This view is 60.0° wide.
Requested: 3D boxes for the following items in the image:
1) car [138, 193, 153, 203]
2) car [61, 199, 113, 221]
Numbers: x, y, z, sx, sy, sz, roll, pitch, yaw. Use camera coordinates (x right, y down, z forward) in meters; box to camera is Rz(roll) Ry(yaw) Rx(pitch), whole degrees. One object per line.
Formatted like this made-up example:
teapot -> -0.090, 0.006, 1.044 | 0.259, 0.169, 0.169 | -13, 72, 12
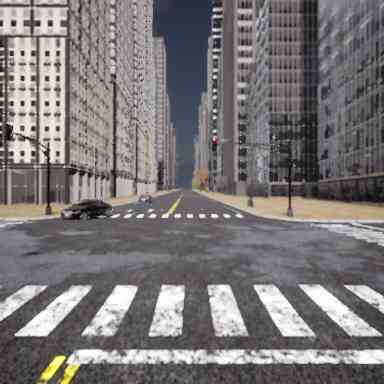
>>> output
car -> -7.336, 0.971, 52.672 | 2.128, 1.511, 4.902 | 0, 1, -1
car -> -8.168, 1.334, 26.333 | 1.812, 1.442, 4.674 | 2, 3, 23
